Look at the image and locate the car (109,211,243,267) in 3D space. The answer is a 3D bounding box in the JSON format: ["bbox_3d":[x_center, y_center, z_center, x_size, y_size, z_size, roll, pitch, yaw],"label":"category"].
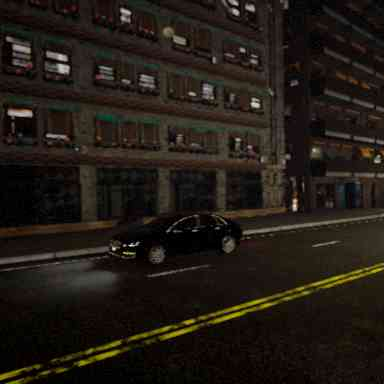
[{"bbox_3d":[-0.386,1.462,11.446,4.892,1.490,1.837,0,0,-36],"label":"car"}]
